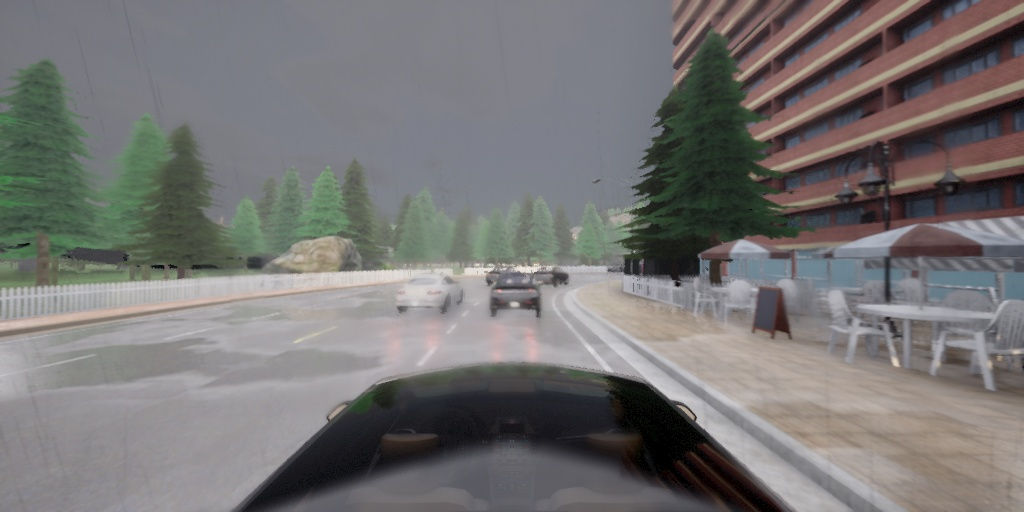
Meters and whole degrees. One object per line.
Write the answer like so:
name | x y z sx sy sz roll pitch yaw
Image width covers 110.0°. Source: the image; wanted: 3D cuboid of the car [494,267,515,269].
car | -0.345 1.592 28.121 2.128 1.511 4.902 0 -1 23

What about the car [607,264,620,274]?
car | 16.890 1.963 55.160 4.892 1.490 1.837 1 -1 -24

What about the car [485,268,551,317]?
car | 0.227 1.406 14.062 2.128 1.511 4.902 0 -1 3

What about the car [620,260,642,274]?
car | 19.078 1.642 52.359 5.566 2.045 2.150 1 -1 -22

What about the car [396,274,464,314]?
car | -3.231 1.449 14.747 1.812 1.442 4.674 0 -1 3

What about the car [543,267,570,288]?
car | 3.039 1.579 27.166 2.128 1.511 4.902 0 -1 23
